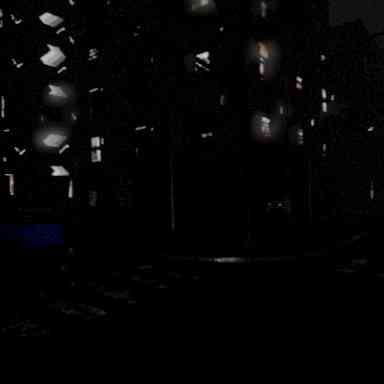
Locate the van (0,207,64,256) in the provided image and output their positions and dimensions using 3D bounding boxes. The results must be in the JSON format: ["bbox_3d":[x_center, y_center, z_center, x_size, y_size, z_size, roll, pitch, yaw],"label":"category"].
[{"bbox_3d":[-6.944,1.506,13.727,3.998,1.788,1.690,-2,0,39],"label":"van"}]

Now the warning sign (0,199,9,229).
[{"bbox_3d":[-12.847,1.432,21.605,1.060,1.860,1.300,-2,0,39],"label":"warning sign"}]
